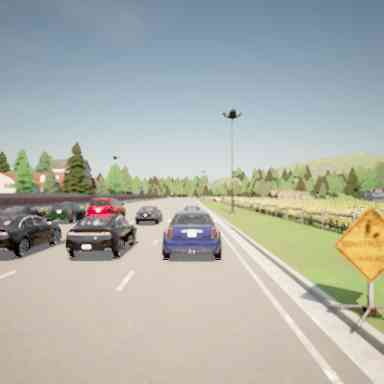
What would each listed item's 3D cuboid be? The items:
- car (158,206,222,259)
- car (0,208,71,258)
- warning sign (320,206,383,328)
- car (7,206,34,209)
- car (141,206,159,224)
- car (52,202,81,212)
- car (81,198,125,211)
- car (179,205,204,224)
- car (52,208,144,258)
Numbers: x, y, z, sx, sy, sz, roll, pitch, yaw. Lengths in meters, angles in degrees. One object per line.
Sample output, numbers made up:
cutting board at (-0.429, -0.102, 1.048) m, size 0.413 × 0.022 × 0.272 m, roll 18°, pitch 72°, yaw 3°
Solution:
car at (0.015, 1.495, 13.403) m, size 2.097 × 1.767 × 4.553 m, roll 0°, pitch -1°, yaw 0°
car at (-6.986, 1.637, 13.477) m, size 2.128 × 1.511 × 4.902 m, roll 0°, pitch 0°, yaw 0°
warning sign at (3.049, 1.178, 5.695) m, size 1.300 × 1.860 × 1.060 m, roll 0°, pitch -1°, yaw 0°
car at (-14.000, 1.840, 27.485) m, size 2.033 × 1.411 × 5.357 m, roll 0°, pitch -1°, yaw 0°
car at (-3.501, 1.840, 27.490) m, size 2.033 × 1.411 × 5.357 m, roll 0°, pitch -1°, yaw 0°
car at (-10.490, 1.653, 28.399) m, size 2.097 × 1.767 × 4.553 m, roll 0°, pitch -1°, yaw 0°
car at (-7.000, 1.518, 27.546) m, size 2.150 × 2.045 × 5.566 m, roll 0°, pitch 0°, yaw 0°
car at (0.007, 1.868, 28.457) m, size 1.994 × 1.385 × 4.181 m, roll 0°, pitch -1°, yaw 1°
car at (-3.486, 1.637, 13.478) m, size 2.128 × 1.511 × 4.902 m, roll 0°, pitch 0°, yaw 0°
